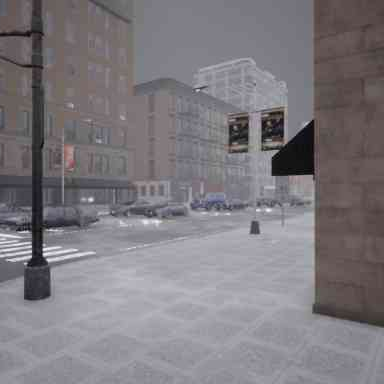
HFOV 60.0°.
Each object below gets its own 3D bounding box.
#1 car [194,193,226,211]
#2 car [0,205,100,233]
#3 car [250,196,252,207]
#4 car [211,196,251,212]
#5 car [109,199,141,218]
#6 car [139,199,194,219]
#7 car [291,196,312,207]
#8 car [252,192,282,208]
[{"bbox_3d":[2.111,1.088,39.107,2.150,2.045,5.566,0,0,36],"label":"car"},{"bbox_3d":[-7.939,1.500,19.317,2.033,1.411,5.357,0,0,36],"label":"car"},{"bbox_3d":[8.452,1.311,47.982,2.128,1.511,4.902,0,0,35],"label":"car"},{"bbox_3d":[4.377,1.464,36.696,1.895,1.301,4.718,0,0,36],"label":"car"},{"bbox_3d":[-5.012,1.425,29.070,1.837,1.490,4.892,0,0,35],"label":"car"},{"bbox_3d":[-2.041,1.474,27.648,1.994,1.385,4.181,0,0,35],"label":"car"},{"bbox_3d":[15.092,1.302,45.851,1.837,1.490,4.892,0,0,35],"label":"car"},{"bbox_3d":[10.742,1.035,45.604,2.150,2.045,5.566,0,0,35],"label":"car"}]
